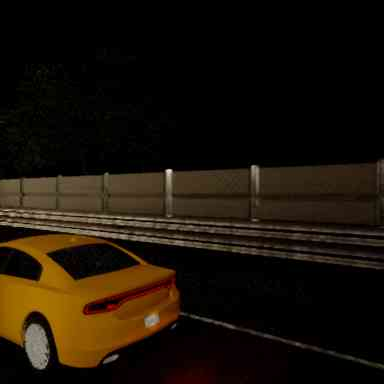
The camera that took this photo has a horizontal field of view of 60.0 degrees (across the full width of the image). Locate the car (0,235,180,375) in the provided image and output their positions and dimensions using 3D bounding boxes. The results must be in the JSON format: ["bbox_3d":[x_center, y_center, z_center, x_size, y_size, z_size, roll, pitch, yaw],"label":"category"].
[{"bbox_3d":[-2.523,1.478,5.670,5.008,1.535,1.882,0,0,36],"label":"car"}]
